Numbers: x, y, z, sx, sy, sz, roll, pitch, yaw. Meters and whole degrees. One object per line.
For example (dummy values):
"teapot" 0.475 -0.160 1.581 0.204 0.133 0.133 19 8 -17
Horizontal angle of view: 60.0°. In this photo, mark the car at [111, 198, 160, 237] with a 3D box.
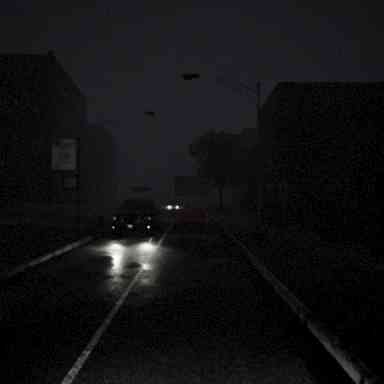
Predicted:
"car" -3.124 1.377 19.513 2.150 2.045 5.566 0 0 0

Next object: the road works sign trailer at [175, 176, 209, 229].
"road works sign trailer" -0.005 0.650 23.359 2.380 3.560 2.880 0 0 0

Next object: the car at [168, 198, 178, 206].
"car" -3.307 1.818 60.818 1.895 1.301 4.718 0 0 0
